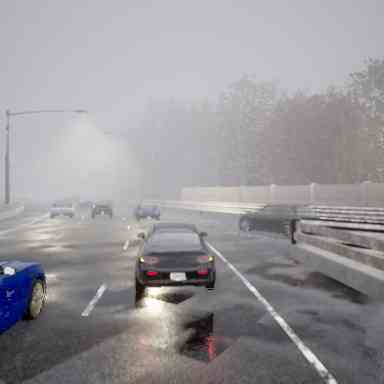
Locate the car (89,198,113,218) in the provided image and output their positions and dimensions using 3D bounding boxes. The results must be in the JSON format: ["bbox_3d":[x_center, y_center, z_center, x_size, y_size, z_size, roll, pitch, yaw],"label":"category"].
[{"bbox_3d":[-8.658,1.594,31.838,1.837,1.490,4.892,0,0,-17],"label":"car"}]

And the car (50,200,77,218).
[{"bbox_3d":[-12.153,1.690,31.407,1.895,1.301,4.718,0,0,-17],"label":"car"}]

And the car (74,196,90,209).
[{"bbox_3d":[-15.712,1.664,48.993,1.812,1.442,4.674,0,0,-27],"label":"car"}]

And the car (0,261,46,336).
[{"bbox_3d":[-3.606,1.490,4.246,1.882,1.535,5.008,0,0,-2],"label":"car"}]

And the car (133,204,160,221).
[{"bbox_3d":[-3.931,1.680,28.131,1.895,1.301,4.718,0,0,-14],"label":"car"}]

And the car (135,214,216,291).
[{"bbox_3d":[-0.503,1.551,9.026,1.812,1.442,4.674,0,0,-5],"label":"car"}]

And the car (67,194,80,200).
[{"bbox_3d":[-25.184,1.424,70.120,2.150,2.045,5.566,0,0,-39],"label":"car"}]

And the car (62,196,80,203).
[{"bbox_3d":[-25.861,1.581,70.952,2.128,1.511,4.902,0,0,-41],"label":"car"}]

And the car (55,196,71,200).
[{"bbox_3d":[-19.394,1.702,48.493,1.994,1.385,4.181,0,0,-28],"label":"car"}]

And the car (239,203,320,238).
[{"bbox_3d":[4.677,1.403,18.240,2.097,1.767,4.553,0,0,-36],"label":"car"}]
